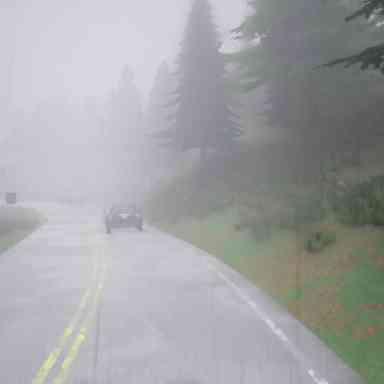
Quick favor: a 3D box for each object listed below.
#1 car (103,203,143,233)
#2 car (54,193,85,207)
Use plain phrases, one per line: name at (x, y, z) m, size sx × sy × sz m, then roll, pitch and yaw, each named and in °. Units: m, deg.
car at (-4.470, 1.459, 20.948) m, size 2.097 × 1.767 × 4.553 m, roll -3°, pitch 0°, yaw -17°
car at (-15.901, 0.932, 42.956) m, size 5.008 × 1.535 × 1.882 m, roll 4°, pitch 6°, yaw 39°
